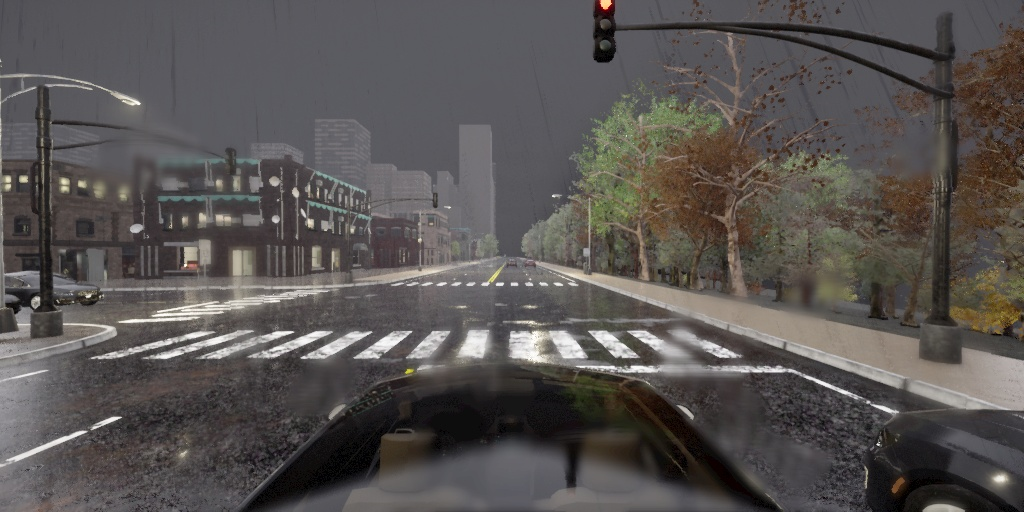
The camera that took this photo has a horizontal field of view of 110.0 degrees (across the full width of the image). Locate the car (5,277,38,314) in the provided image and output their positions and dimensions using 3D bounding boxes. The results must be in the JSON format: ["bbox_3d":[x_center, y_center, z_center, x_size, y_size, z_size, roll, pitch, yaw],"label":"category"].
[{"bbox_3d":[-19.973,1.565,12.427,4.313,1.339,1.948,0,0,0],"label":"car"}]

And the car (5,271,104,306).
[{"bbox_3d":[-20.315,1.480,15.131,4.892,1.490,1.837,-1,1,0],"label":"car"}]

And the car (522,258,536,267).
[{"bbox_3d":[3.204,1.252,63.367,1.812,1.442,4.674,0,0,0],"label":"car"}]

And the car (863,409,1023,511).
[{"bbox_3d":[3.353,1.255,0.435,1.837,1.490,4.892,0,0,0],"label":"car"}]

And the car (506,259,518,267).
[{"bbox_3d":[-0.048,1.231,63.053,1.837,1.490,4.892,0,0,0],"label":"car"}]
